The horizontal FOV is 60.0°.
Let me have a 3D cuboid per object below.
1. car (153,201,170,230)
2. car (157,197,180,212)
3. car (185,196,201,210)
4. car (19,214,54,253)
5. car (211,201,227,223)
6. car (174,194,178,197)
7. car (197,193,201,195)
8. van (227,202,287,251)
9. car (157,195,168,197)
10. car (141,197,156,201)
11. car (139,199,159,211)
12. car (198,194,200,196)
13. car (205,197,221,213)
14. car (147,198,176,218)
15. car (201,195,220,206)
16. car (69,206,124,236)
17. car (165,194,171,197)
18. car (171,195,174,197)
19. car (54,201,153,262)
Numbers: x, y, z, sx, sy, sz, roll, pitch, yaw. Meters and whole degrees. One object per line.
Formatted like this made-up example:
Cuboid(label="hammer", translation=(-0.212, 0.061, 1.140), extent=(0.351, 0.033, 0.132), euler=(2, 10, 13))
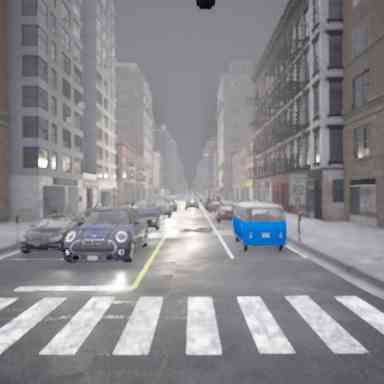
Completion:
Cuboid(label="car", translation=(-2.803, 1.574, 21.571), extent=(2.033, 1.411, 5.357), euler=(0, 0, 0))
Cuboid(label="car", translation=(-2.777, 1.599, 39.564), extent=(1.994, 1.385, 4.181), euler=(0, 0, 0))
Cuboid(label="car", translation=(0.010, 1.564, 43.431), extent=(2.033, 1.411, 5.357), euler=(0, 0, 0))
Cuboid(label="car", translation=(-5.388, 1.589, 13.711), extent=(2.008, 1.369, 4.403), euler=(0, 0, 0))
Cuboid(label="car", translation=(2.641, 1.574, 25.079), extent=(1.802, 1.307, 4.206), euler=(0, 0, 0))
Cuboid(label="car", translation=(-5.361, 1.639, 87.575), extent=(1.802, 1.307, 4.206), euler=(0, 0, 0))
Cuboid(label="car", translation=(2.660, 1.568, 76.211), extent=(1.947, 1.339, 4.313), euler=(0, 0, 0))
Cuboid(label="van", translation=(2.635, 1.325, 13.717), extent=(1.690, 1.788, 3.998), euler=(0, 0, 0))
Cuboid(label="car", translation=(-5.374, 1.621, 53.484), extent=(1.947, 1.339, 4.313), euler=(0, 0, 0))
Cuboid(label="car", translation=(-5.380, 1.578, 36.269), extent=(1.752, 1.417, 4.829), euler=(0, 0, 0))
Cuboid(label="car", translation=(-5.378, 1.619, 42.121), extent=(1.947, 1.339, 4.313), euler=(0, 0, 0))
Cuboid(label="car", translation=(2.655, 1.552, 64.848), extent=(2.008, 1.369, 4.403), euler=(0, 0, 0))
Cuboid(label="car", translation=(2.645, 1.580, 36.442), extent=(1.802, 1.307, 4.206), euler=(0, 0, 0))
Cuboid(label="car", translation=(-2.763, 1.558, 31.035), extent=(1.812, 1.442, 4.674), euler=(0, 0, 0))
Cuboid(label="car", translation=(2.646, 1.314, 42.124), extent=(2.192, 1.841, 5.009), euler=(0, 0, 0))
Cuboid(label="car", translation=(-5.386, 1.588, 19.393), extent=(1.887, 1.381, 4.507), euler=(0, 0, 0))
Cuboid(label="car", translation=(-5.373, 1.370, 59.166), extent=(2.192, 1.841, 5.009), euler=(0, 0, 0))
Cuboid(label="car", translation=(-5.368, 1.497, 70.529), extent=(1.967, 1.590, 4.097), euler=(0, 0, 0))
Cuboid(label="car", translation=(-2.898, 1.372, 12.097), extent=(2.097, 1.767, 4.553), euler=(0, 0, 1))
